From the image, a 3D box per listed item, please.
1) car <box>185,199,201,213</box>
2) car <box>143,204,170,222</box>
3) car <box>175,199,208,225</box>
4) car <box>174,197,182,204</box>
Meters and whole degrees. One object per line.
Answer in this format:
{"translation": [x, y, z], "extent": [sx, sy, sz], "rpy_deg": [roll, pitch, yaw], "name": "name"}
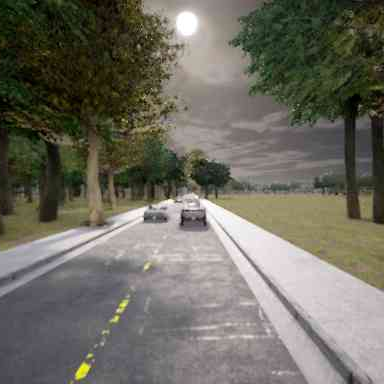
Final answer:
{"translation": [0.121, 1.587, 39.500], "extent": [1.837, 1.490, 4.892], "rpy_deg": [0, 0, 0], "name": "car"}
{"translation": [-2.835, 1.652, 27.292], "extent": [1.895, 1.301, 4.718], "rpy_deg": [0, 0, 0], "name": "car"}
{"translation": [0.113, 1.537, 24.195], "extent": [2.128, 1.511, 4.902], "rpy_deg": [0, 0, 0], "name": "car"}
{"translation": [-2.710, 1.776, 68.190], "extent": [2.033, 1.411, 5.357], "rpy_deg": [0, 0, 0], "name": "car"}
